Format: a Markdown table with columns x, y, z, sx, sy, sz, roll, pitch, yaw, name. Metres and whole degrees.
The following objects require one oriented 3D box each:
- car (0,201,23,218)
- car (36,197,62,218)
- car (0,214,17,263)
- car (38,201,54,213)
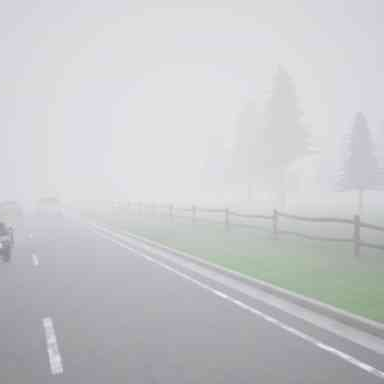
| x | y | z | sx | sy | sz | roll | pitch | yaw | name |
| --- | --- | --- | --- | --- | --- | --- | --- | --- | --- |
| -18.300 | 1.675 | 33.584 | 2.097 | 1.767 | 4.553 | -1 | 0 | -26 | car |
| -14.456 | 1.500 | 33.661 | 2.150 | 2.045 | 5.566 | -1 | 0 | -25 | car |
| -7.536 | 1.727 | 12.024 | 1.895 | 1.301 | 4.718 | -1 | 0 | -27 | car |
| -18.979 | 1.888 | 43.084 | 1.812 | 1.442 | 4.674 | -1 | 0 | -26 | car |
